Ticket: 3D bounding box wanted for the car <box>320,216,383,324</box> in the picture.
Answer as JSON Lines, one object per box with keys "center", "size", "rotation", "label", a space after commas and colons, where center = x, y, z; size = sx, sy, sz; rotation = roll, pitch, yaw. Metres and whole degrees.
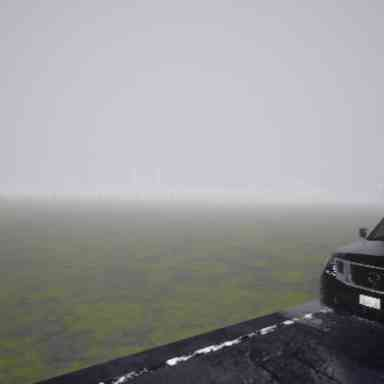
{"center": [4.904, 1.319, 6.573], "size": [5.566, 2.045, 2.150], "rotation": [1, -1, -36], "label": "car"}
